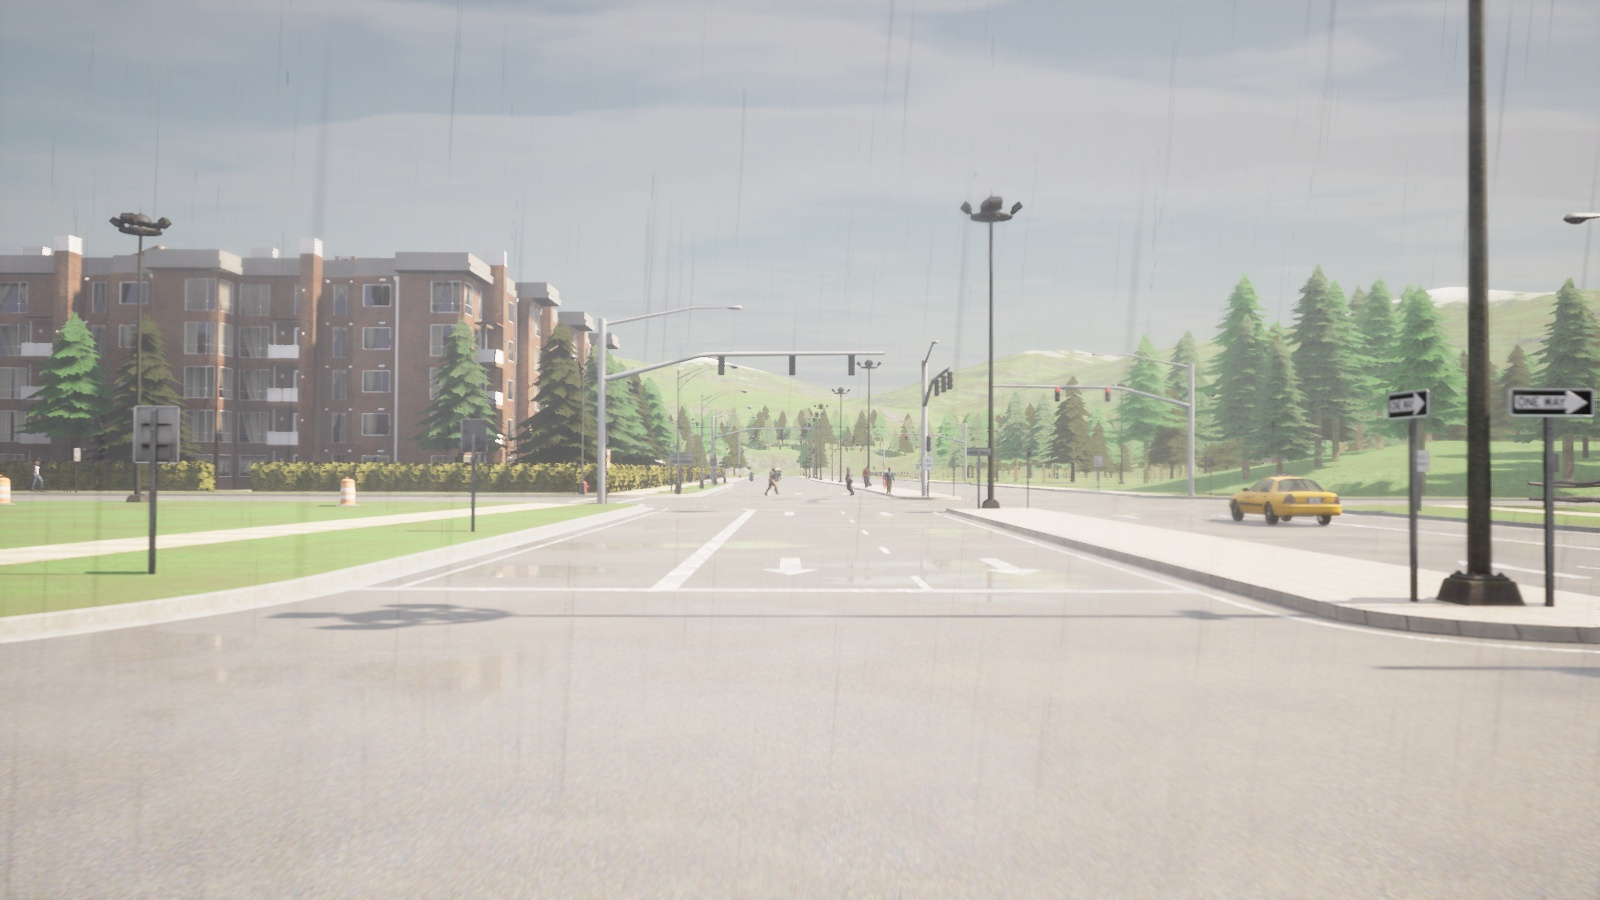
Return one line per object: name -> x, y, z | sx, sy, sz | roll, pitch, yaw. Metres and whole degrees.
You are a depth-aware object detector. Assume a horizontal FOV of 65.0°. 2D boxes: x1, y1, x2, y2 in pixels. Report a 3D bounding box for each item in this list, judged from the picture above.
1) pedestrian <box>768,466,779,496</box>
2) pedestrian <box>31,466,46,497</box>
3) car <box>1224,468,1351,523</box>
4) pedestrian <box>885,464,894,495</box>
pedestrian -> -1.611, 1.899, 76.988 | 0.694, 1.848, 0.540 | 0, -1, -1
pedestrian -> -46.257, 1.905, 76.250 | 0.706, 1.836, 0.354 | 0, -1, 0
car -> 14.904, 1.343, 38.737 | 1.801, 1.575, 5.366 | 0, -1, 0
pedestrian -> 5.653, 1.884, 79.217 | 0.423, 1.949, 0.788 | 0, -1, -4
